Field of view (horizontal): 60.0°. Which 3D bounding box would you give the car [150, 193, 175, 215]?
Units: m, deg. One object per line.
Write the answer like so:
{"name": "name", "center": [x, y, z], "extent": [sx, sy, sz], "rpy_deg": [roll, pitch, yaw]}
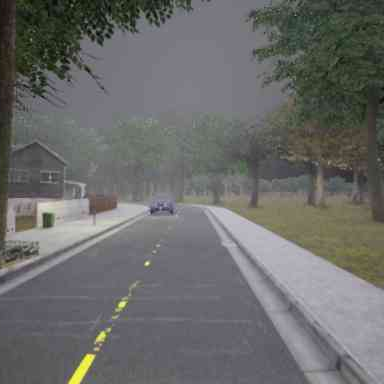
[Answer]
{"name": "car", "center": [-2.856, 1.108, 33.066], "extent": [2.150, 2.045, 5.566], "rpy_deg": [0, 0, 0]}
